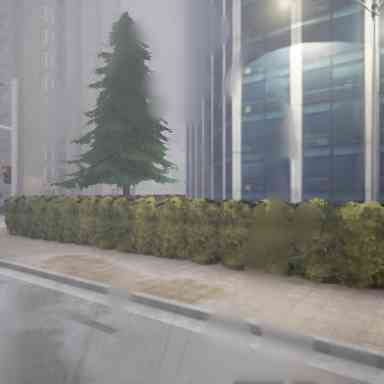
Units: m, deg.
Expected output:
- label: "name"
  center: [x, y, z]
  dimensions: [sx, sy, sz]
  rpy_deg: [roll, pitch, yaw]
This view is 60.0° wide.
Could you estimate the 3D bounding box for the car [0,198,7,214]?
- label: "car"
  center: [-18.877, 1.350, 32.091]
  dimensions: [2.097, 1.767, 4.553]
  rpy_deg: [0, 0, 36]
